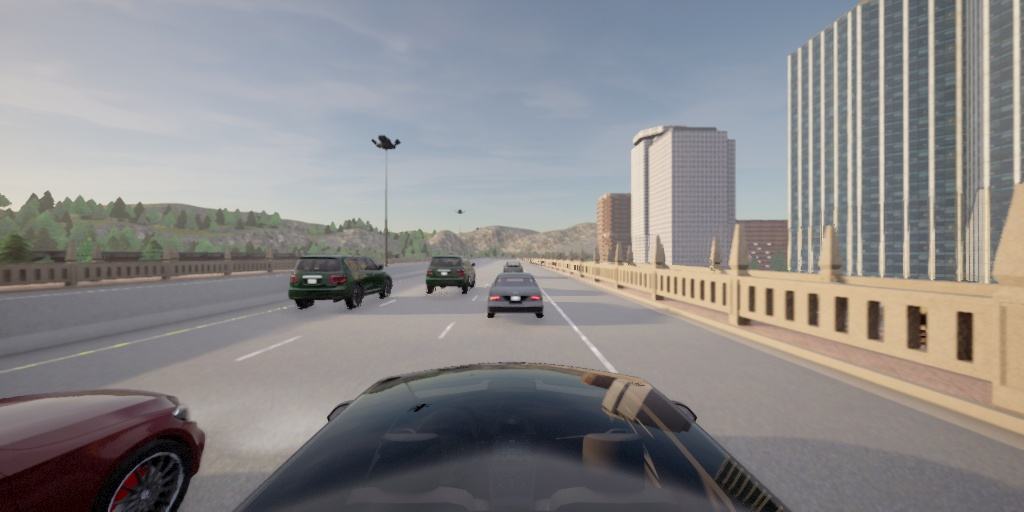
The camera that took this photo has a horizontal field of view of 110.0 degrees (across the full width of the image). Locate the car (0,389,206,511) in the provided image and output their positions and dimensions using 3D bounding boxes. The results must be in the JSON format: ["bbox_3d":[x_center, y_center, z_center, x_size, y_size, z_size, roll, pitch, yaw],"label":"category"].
[{"bbox_3d":[-3.398,1.276,0.927,1.812,1.442,4.674,0,0,0],"label":"car"}]

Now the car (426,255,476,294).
[{"bbox_3d":[-3.394,0.966,20.612,2.150,2.045,5.566,0,0,0],"label":"car"}]

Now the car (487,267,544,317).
[{"bbox_3d":[0.103,1.292,13.038,2.033,1.411,5.357,0,0,0],"label":"car"}]

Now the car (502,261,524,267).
[{"bbox_3d":[0.111,1.251,34.294,2.128,1.511,4.902,0,0,0],"label":"car"}]

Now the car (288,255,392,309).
[{"bbox_3d":[-6.897,0.964,15.062,2.150,2.045,5.566,0,0,0],"label":"car"}]
